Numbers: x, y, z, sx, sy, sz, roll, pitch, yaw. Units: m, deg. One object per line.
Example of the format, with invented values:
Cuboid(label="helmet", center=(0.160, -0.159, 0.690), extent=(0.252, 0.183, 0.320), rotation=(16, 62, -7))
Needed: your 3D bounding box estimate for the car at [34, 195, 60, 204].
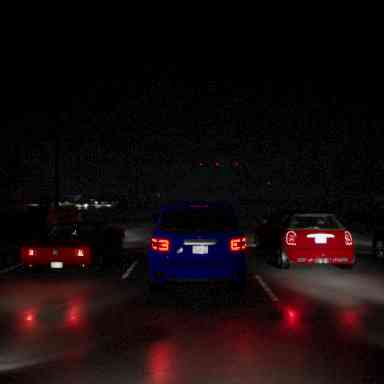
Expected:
Cuboid(label="car", center=(-25.104, 1.288, 57.104), extent=(2.033, 1.411, 5.357), rotation=(0, 0, 0))

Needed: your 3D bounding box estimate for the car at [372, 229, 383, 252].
Cuboid(label="car", center=(7.027, 1.478, 9.334), extent=(2.128, 1.511, 4.902), rotation=(0, 0, 0))

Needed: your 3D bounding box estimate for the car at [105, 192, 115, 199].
Cuboid(label="car", center=(-22.844, 0.881, 92.865), extent=(2.097, 1.767, 4.553), rotation=(0, 0, -7))

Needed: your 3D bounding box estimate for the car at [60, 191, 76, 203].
Cuboid(label="car", center=(-21.612, 0.948, 59.439), extent=(2.150, 2.045, 5.566), rotation=(0, 0, 0))

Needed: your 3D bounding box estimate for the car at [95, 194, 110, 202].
Cuboid(label="car", center=(-18.149, 1.202, 67.648), extent=(1.812, 1.442, 4.674), rotation=(0, 0, -1))

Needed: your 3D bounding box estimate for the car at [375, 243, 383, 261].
Cuboid(label="car", center=(3.596, 1.490, 2.091), extent=(2.128, 1.511, 4.902), rotation=(0, 0, 0))

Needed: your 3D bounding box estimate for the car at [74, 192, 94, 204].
Cuboid(label="car", center=(-18.113, 1.230, 57.489), extent=(2.128, 1.511, 4.902), rotation=(0, 0, 0))

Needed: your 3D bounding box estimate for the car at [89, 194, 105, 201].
Cuboid(label="car", center=(-21.743, 1.165, 76.402), extent=(2.033, 1.411, 5.357), rotation=(0, 0, -1))

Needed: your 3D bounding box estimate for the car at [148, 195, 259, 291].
Cuboid(label="car", center=(0.051, 1.208, 9.136), extent=(2.150, 2.045, 5.566), rotation=(0, 0, -2))

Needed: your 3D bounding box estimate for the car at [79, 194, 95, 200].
Cuboid(label="car", center=(-25.290, 1.142, 80.325), extent=(2.033, 1.411, 5.357), rotation=(0, 0, -1))

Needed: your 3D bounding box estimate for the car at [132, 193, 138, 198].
Cuboid(label="car", center=(-14.761, 1.156, 77.979), extent=(2.033, 1.411, 5.357), rotation=(0, 0, -1))

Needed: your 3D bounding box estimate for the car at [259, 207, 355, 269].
Cuboid(label="car", center=(3.516, 1.336, 11.234), extent=(2.097, 1.767, 4.553), rotation=(0, 0, 0))

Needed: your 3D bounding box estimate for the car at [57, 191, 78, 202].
Cuboid(label="car", center=(-25.148, 0.904, 67.488), extent=(2.150, 2.045, 5.566), rotation=(0, 0, -1))

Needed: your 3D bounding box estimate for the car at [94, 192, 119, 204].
Cuboid(label="car", center=(-14.630, 0.960, 57.391), extent=(2.150, 2.045, 5.566), rotation=(0, 0, -1))

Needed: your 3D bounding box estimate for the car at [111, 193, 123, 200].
Cuboid(label="car", center=(-18.297, 1.098, 81.061), extent=(1.837, 1.490, 4.892), rotation=(0, 0, -1))

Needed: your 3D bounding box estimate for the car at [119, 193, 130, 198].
Cuboid(label="car", center=(-14.654, 1.215, 68.094), extent=(2.033, 1.411, 5.357), rotation=(0, 0, -1))

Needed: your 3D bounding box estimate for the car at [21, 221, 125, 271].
Cuboid(label="car", center=(-3.479, 1.585, 10.776), extent=(1.895, 1.301, 4.718), rotation=(0, 0, 0))
